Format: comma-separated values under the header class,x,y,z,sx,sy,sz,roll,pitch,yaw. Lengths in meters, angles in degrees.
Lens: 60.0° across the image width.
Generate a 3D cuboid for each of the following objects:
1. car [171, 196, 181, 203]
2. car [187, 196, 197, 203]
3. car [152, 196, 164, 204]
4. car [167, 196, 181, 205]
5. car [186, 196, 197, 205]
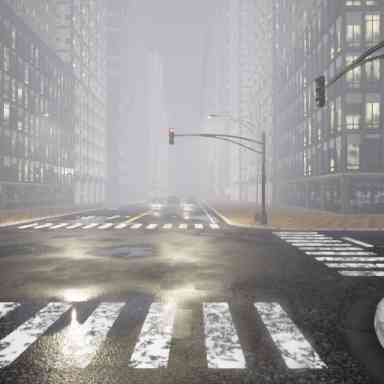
class,x,y,z,sx,sy,sz,roll,pitch,yaw
car,-3.304,1.565,70.121,1.895,1.301,4.718,0,0,0
car,-0.054,1.541,70.510,1.994,1.385,4.181,0,0,0
car,-6.550,1.608,64.255,2.128,1.511,4.902,0,0,0
car,-3.297,1.453,60.060,2.097,1.767,4.553,0,0,0
car,-0.047,1.703,60.537,1.895,1.301,4.718,0,0,0
